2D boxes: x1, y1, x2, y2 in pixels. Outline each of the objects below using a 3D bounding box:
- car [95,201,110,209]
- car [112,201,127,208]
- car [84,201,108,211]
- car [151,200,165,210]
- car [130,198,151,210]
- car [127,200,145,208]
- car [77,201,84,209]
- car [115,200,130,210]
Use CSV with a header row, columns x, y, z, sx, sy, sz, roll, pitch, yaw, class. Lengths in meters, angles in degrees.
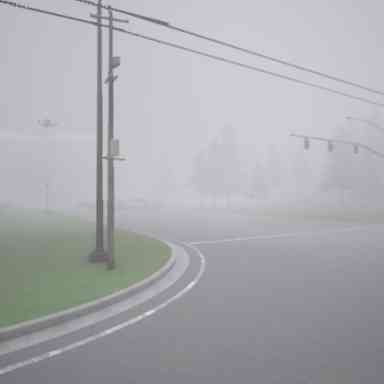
x,y,z,sx,sy,sz,roll,pitch,yaw,class
-17.873,2.513,66.190,1.837,1.490,4.892,0,-1,-29,car
-14.812,2.525,67.887,1.994,1.385,4.181,0,-1,-29,car
-15.896,2.346,55.406,2.128,1.511,4.902,0,-1,-29,car
-6.757,2.248,60.578,2.097,1.767,4.553,0,-1,-29,car
-9.702,2.100,58.672,2.150,2.045,5.566,0,-1,-29,car
-11.751,2.511,69.584,2.128,1.511,4.902,0,-1,-29,car
-20.935,2.481,64.494,1.882,1.535,5.008,0,-1,-29,car
-12.918,2.222,57.254,2.097,1.767,4.553,0,-1,-29,car
